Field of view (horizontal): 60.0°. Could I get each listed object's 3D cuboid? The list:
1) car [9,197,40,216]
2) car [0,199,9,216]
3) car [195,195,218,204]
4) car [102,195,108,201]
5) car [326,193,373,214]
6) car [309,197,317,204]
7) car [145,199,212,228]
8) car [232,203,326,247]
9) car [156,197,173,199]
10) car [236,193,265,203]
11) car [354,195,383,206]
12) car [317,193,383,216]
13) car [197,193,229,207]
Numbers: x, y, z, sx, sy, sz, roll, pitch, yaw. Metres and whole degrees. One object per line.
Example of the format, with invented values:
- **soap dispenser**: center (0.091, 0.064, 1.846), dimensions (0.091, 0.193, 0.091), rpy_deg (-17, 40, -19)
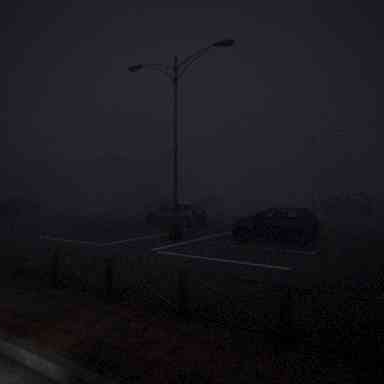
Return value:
- **car**: center (-16.445, 1.327, 31.228), dimensions (5.027, 1.636, 2.152), rpy_deg (0, 0, 34)
- **car**: center (-18.150, 1.336, 28.594), dimensions (4.514, 1.523, 2.007), rpy_deg (0, 0, 34)
- **car**: center (2.608, 1.357, 59.698), dimensions (3.806, 1.475, 1.970), rpy_deg (0, 0, 34)
- **car**: center (-22.955, 1.472, 81.524), dimensions (2.242, 1.667, 4.611), rpy_deg (0, 0, 34)
- **car**: center (15.220, 1.076, 32.085), dimensions (3.866, 1.878, 1.905), rpy_deg (0, 0, 34)
- **car**: center (21.850, 1.296, 55.186), dimensions (4.514, 1.523, 2.007), rpy_deg (0, 0, 34)
- **car**: center (-1.030, 1.383, 20.701), dimensions (3.806, 1.475, 1.970), rpy_deg (0, 0, 34)
- **car**: center (3.470, 1.373, 14.090), dimensions (3.633, 1.501, 1.845), rpy_deg (0, 0, 34)
- **car**: center (-3.470, 1.317, 36.785), dimensions (3.633, 1.501, 1.845), rpy_deg (0, 0, 34)
- **car**: center (9.669, 1.094, 55.003), dimensions (4.605, 1.855, 1.932), rpy_deg (0, 0, 34)
- **car**: center (25.660, 1.231, 48.215), dimensions (3.806, 1.475, 1.970), rpy_deg (0, 0, 34)
- **car**: center (13.943, 1.096, 29.443), dimensions (4.605, 1.855, 1.932), rpy_deg (0, 0, 34)
- **car**: center (2.135, 1.295, 45.058), dimensions (4.514, 1.523, 2.007), rpy_deg (0, 0, 34)
